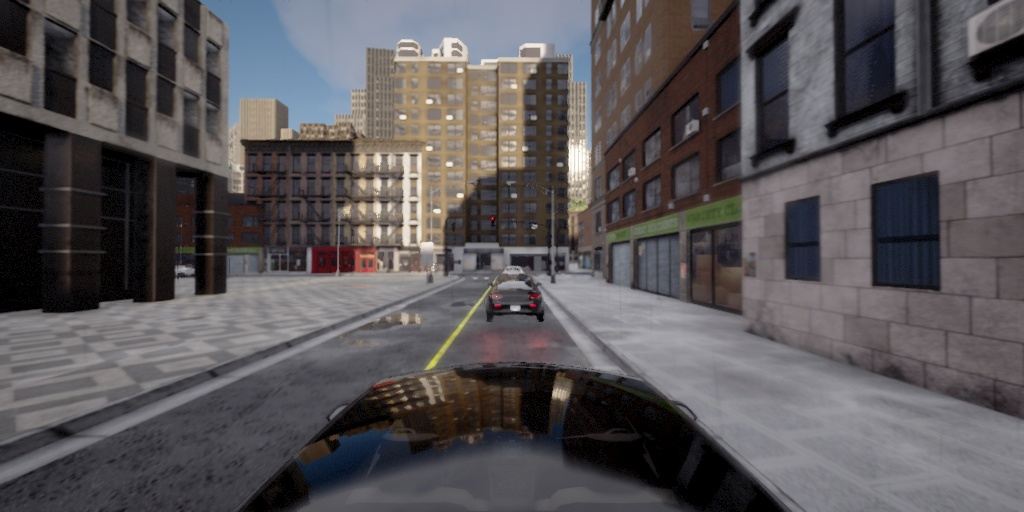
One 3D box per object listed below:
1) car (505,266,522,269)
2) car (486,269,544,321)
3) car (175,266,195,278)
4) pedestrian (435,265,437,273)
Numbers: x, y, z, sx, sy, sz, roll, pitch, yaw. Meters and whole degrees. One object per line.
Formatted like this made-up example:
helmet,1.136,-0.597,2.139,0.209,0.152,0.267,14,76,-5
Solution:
car,0.104,1.484,27.269,1.812,1.442,4.674,0,0,0
car,0.099,1.369,12.781,1.812,1.442,4.674,0,0,0
car,-41.260,1.909,44.222,4.674,1.442,1.812,0,-1,0
pedestrian,-10.149,1.352,47.730,0.375,1.860,0.375,0,0,-1
